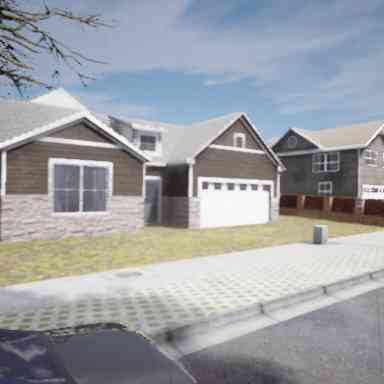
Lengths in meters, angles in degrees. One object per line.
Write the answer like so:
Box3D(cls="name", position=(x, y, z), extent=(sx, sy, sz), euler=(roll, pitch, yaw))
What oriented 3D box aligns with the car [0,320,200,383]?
Box3D(cls="car", position=(-2.345, 1.550, 1.382), extent=(5.357, 1.411, 2.033), euler=(0, 0, -35))
